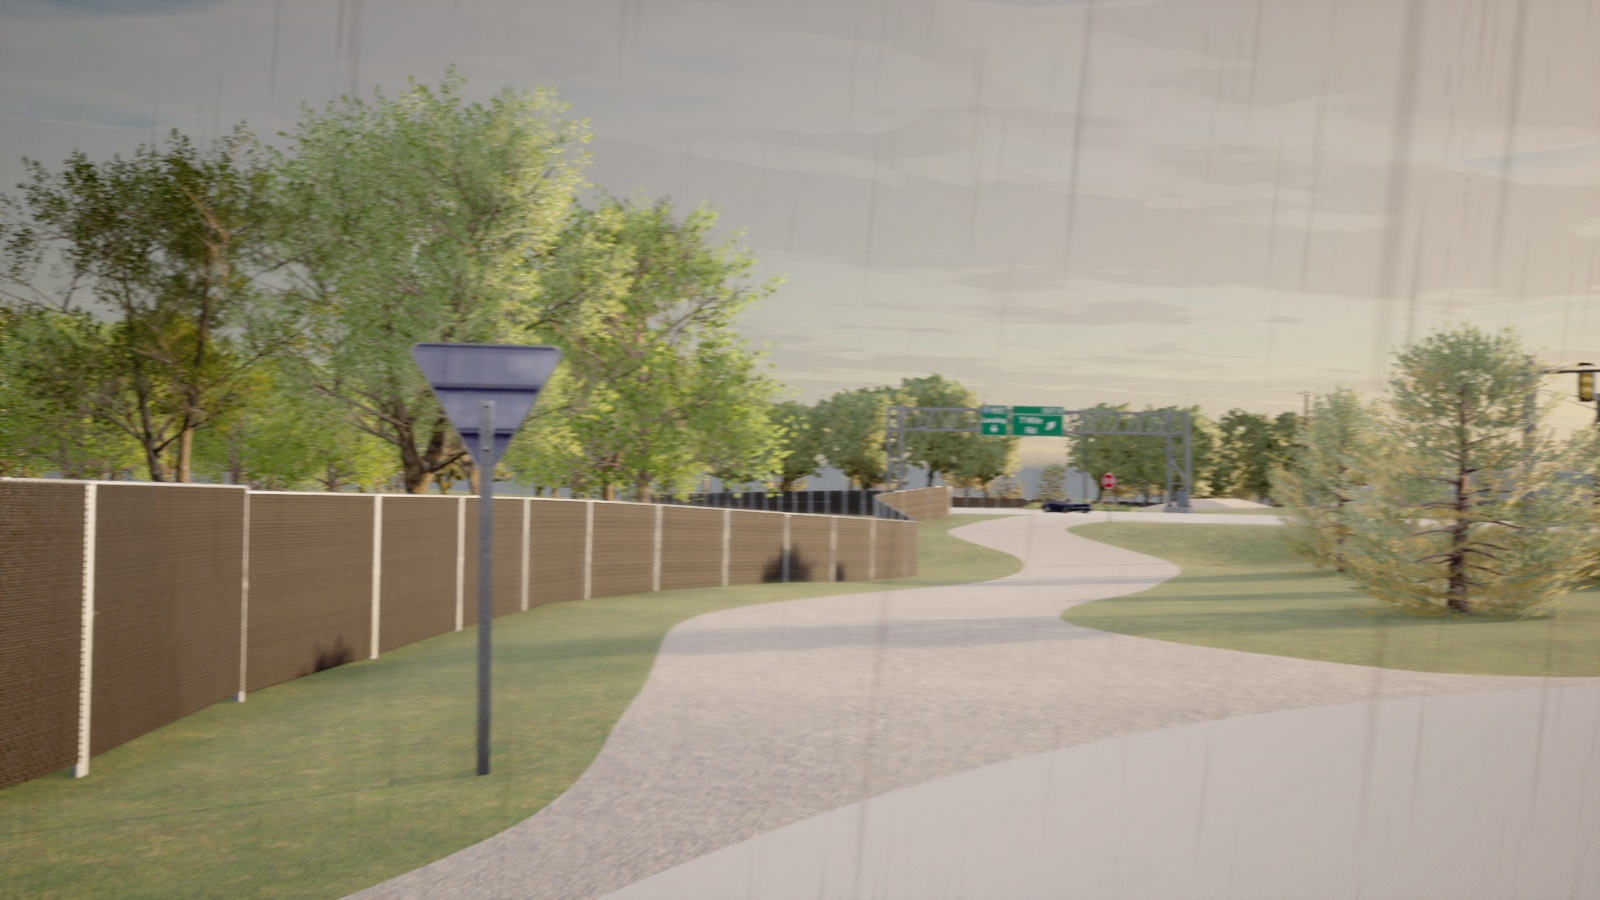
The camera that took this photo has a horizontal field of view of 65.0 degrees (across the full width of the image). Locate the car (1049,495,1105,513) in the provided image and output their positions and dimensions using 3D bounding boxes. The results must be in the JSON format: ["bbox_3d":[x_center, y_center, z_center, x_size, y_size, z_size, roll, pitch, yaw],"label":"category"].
[{"bbox_3d":[20.397,3.991,92.673,1.895,1.301,4.718,0,-2,-17],"label":"car"}]
